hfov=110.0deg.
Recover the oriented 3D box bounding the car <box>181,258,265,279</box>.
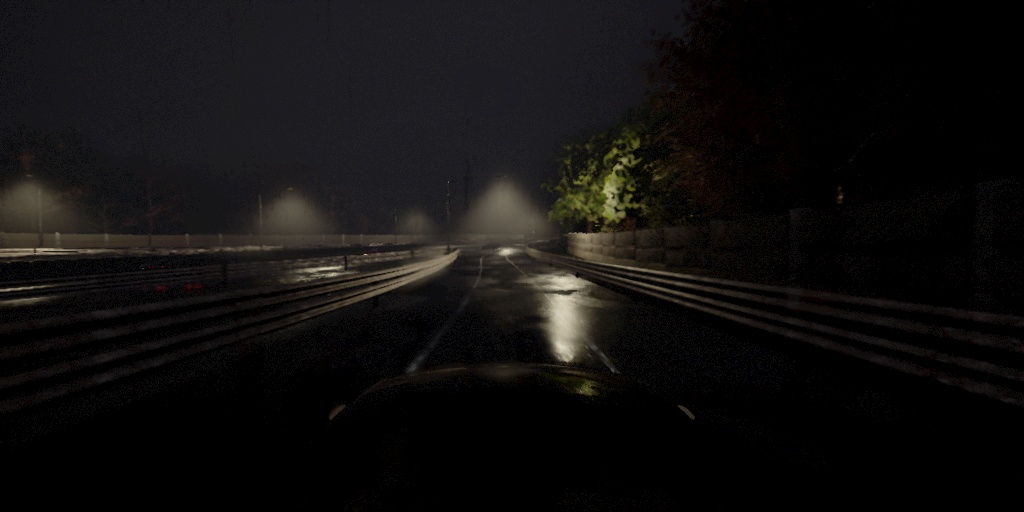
[{"bbox_3d":[-22.202,0.896,28.255,2.128,1.511,4.902,1,4,21],"label":"car"}]

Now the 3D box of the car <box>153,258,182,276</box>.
[{"bbox_3d":[-25.515,0.866,29.389,1.837,1.490,4.892,1,4,21],"label":"car"}]

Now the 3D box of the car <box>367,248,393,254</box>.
[{"bbox_3d":[-19.806,-0.589,54.113,1.994,1.385,4.181,1,4,21],"label":"car"}]

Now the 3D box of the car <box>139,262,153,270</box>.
[{"bbox_3d":[-28.815,0.876,30.558,1.994,1.385,4.181,1,4,21],"label":"car"}]
